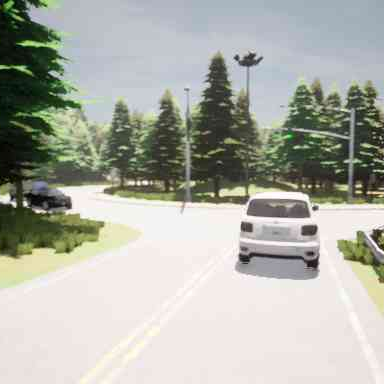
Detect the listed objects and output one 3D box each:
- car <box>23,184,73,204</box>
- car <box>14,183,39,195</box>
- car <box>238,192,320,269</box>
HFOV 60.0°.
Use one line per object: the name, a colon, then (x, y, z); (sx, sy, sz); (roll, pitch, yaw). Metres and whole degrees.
car: (-10.800, 0.454, 25.106); (5.008, 1.535, 1.882); (3, 4, 45)
car: (-16.776, -0.273, 33.214); (2.150, 2.045, 5.566); (-1, 3, -23)
car: (2.893, 1.009, 10.865); (2.150, 2.045, 5.566); (1, 2, 17)
